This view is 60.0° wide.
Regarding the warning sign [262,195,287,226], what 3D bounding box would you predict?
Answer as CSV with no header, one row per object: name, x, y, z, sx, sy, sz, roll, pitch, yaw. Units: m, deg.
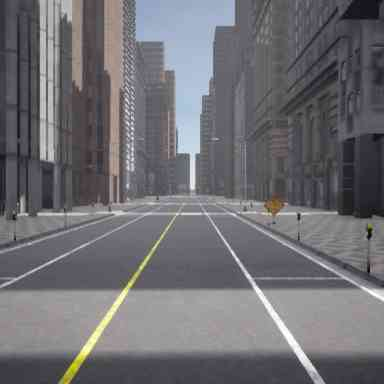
warning sign,5.071,1.111,20.559,1.300,1.860,1.060,0,0,0
